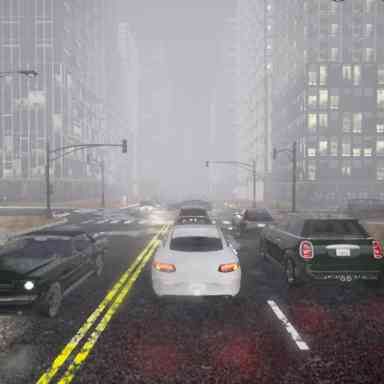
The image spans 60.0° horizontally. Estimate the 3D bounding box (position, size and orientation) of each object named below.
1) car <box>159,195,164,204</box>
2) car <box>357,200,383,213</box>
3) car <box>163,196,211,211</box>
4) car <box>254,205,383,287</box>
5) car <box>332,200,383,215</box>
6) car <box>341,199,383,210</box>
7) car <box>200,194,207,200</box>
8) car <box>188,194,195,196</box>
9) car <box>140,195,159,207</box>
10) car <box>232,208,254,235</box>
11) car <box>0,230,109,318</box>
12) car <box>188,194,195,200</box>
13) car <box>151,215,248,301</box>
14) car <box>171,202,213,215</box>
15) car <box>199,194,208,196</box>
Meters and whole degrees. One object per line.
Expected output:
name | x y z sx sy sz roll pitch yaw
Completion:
car | -6.712 1.440 61.099 1.882 1.535 5.008 0 0 1
car | 21.721 1.649 37.894 4.829 1.417 1.752 1 0 1
car | -0.274 1.476 35.593 4.892 1.490 1.837 1 1 1
car | 3.329 1.350 9.457 2.097 1.767 4.553 0 0 0
car | 17.782 1.624 35.354 4.902 1.511 2.128 1 1 1
car | 16.132 1.524 29.594 5.009 1.841 2.192 1 0 1
car | 3.037 1.282 90.771 1.812 1.442 4.674 0 0 0
car | -0.188 1.432 80.346 1.837 1.490 4.892 0 0 0
car | -6.709 1.537 50.775 1.994 1.385 4.181 0 0 0
car | 3.307 1.558 17.844 1.994 1.385 4.181 0 0 0
car | -3.363 1.599 7.526 1.895 1.301 4.718 0 0 0
car | -0.213 1.236 90.764 1.882 1.535 5.008 0 0 0
car | 0.082 1.524 8.181 1.812 1.442 4.674 0 0 0
car | 0.059 1.498 17.430 1.837 1.490 4.892 0 0 0
car | 3.062 1.410 80.353 1.882 1.535 5.008 0 0 0
